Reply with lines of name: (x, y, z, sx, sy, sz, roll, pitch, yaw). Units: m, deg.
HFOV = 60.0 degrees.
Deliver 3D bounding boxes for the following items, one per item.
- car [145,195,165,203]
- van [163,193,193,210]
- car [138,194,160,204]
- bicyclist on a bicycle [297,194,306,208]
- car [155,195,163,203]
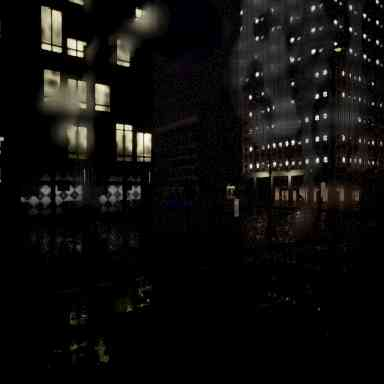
car: (-7.023, 1.237, 63.244, 1.887, 1.381, 4.507, 0, 0, -34)
van: (-1.517, 1.210, 40.203, 1.690, 1.788, 3.998, 0, 0, -34)
car: (-7.846, 1.203, 59.831, 1.882, 1.535, 5.008, -1, 1, -34)
bicyclist on a bicycle: (12.874, 1.117, 39.154, 1.656, 1.620, 0.582, -1, 1, -34)
car: (-3.913, 1.035, 58.659, 2.192, 1.841, 5.009, 0, 0, -34)
